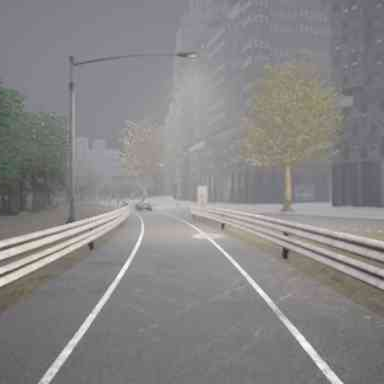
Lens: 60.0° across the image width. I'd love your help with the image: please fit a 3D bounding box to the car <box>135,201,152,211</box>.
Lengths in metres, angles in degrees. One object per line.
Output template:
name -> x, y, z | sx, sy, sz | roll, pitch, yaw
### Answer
car -> -7.037, 1.984, 47.801 | 1.994, 1.385, 4.181 | 0, 0, -17
